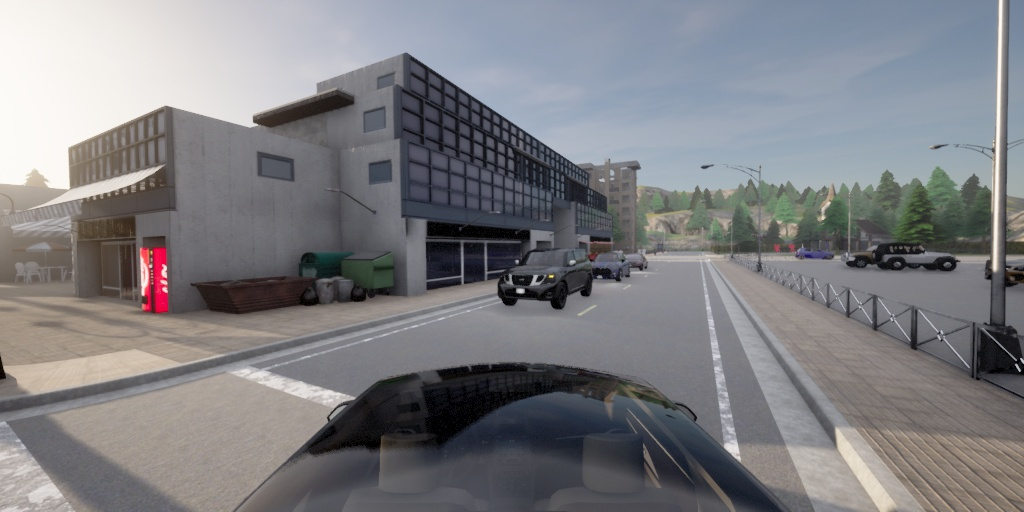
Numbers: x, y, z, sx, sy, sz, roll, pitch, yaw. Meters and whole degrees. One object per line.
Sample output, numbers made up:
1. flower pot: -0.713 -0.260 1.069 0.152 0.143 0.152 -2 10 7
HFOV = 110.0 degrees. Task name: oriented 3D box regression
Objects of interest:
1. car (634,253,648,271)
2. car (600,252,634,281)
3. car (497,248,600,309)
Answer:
1. car: 10.814 0.478 31.719 1.812 1.442 4.674 0 2 28
2. car: 6.084 0.572 22.646 2.097 1.767 4.553 0 1 27
3. car: 1.541 0.699 13.921 2.150 2.045 5.566 0 1 27
